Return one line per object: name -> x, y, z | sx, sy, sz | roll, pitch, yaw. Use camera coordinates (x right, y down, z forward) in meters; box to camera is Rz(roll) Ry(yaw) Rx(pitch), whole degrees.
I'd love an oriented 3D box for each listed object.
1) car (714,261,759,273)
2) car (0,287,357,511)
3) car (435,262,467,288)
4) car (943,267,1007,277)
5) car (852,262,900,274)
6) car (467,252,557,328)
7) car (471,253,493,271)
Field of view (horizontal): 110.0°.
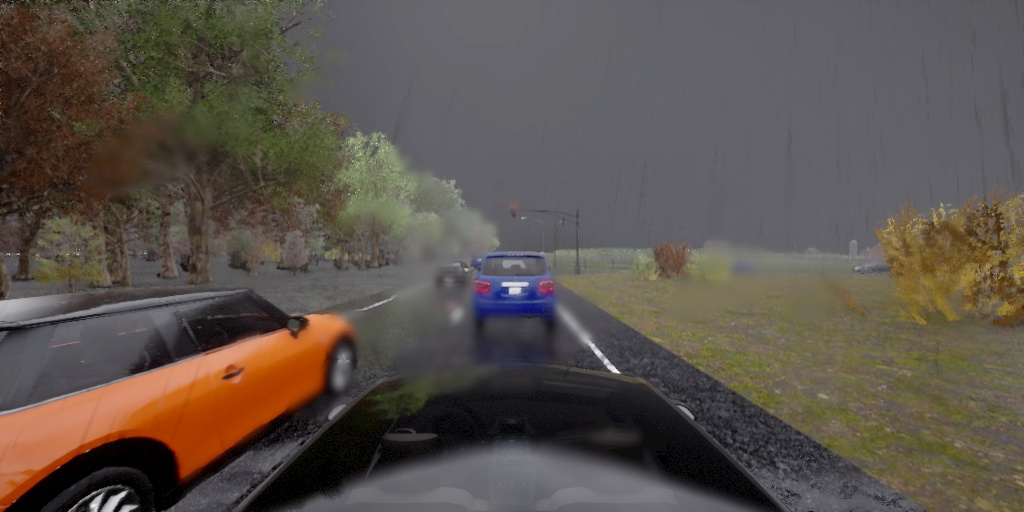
car -> 26.663, 1.290, 43.332 | 5.357, 1.411, 2.033 | 1, 0, 0
car -> -3.404, 1.085, 3.639 | 2.097, 1.767, 4.553 | 0, 0, 0
car -> -3.445, 1.085, 22.105 | 1.837, 1.490, 4.892 | 0, 1, 0
car -> 50.936, 1.526, 39.651 | 5.357, 1.411, 2.033 | 1, 0, 1
car -> 44.024, 1.426, 43.266 | 4.902, 1.511, 2.128 | 1, 0, 1
car -> 0.077, 0.893, 11.110 | 2.150, 2.045, 5.566 | 0, 0, 0
car -> -3.489, 0.629, 42.607 | 2.150, 2.045, 5.566 | 0, 1, 0
